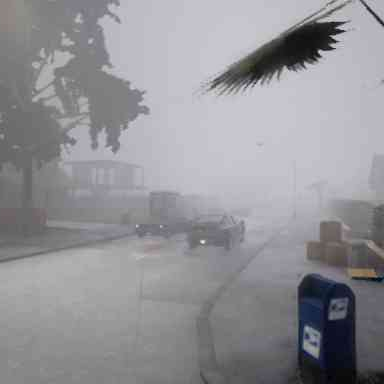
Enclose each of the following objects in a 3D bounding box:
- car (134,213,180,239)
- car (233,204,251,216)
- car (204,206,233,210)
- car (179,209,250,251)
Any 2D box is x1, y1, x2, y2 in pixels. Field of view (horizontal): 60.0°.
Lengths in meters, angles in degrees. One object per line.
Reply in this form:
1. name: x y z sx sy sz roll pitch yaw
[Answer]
1. car: -1.576 1.951 19.850 1.895 1.301 4.718 0 -1 20
2. car: 5.937 2.175 40.408 1.882 1.535 5.008 0 -1 20
3. car: 1.943 2.017 29.502 1.837 1.490 4.892 0 -1 20
4. car: 1.274 1.780 15.692 1.837 1.490 4.892 0 -1 20
